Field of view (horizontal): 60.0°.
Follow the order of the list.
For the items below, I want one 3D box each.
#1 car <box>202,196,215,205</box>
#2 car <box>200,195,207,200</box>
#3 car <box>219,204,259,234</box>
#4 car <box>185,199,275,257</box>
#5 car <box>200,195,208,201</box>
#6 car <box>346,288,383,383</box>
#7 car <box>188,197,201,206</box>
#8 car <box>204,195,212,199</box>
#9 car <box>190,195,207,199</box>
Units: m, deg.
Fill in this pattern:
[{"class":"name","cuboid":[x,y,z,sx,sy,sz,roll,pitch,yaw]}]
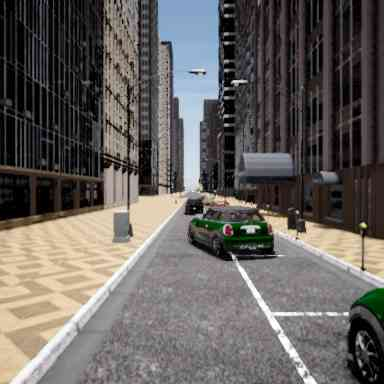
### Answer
[{"class":"car","cuboid":[2.838,1.469,58.685,2.008,1.369,4.403,0,0,0]},{"class":"car","cuboid":[2.969,1.393,86.611,1.752,1.417,4.829,0,0,0]},{"class":"car","cuboid":[2.657,1.500,19.995,1.752,1.417,4.829,0,0,0]},{"class":"car","cuboid":[1.361,1.335,13.237,2.097,1.767,4.553,0,0,-17]},{"class":"car","cuboid":[2.942,1.424,80.889,1.887,1.381,4.507,0,0,0]},{"class":"car","cuboid":[2.998,1.350,2.376,2.097,1.767,4.553,0,0,0]},{"class":"car","cuboid":[0.347,1.490,53.149,1.994,1.385,4.181,0,0,0]},{"class":"car","cuboid":[2.813,1.452,53.303,1.752,1.417,4.829,0,0,0]},{"class":"car","cuboid":[0.256,1.432,34.714,1.882,1.535,5.008,0,0,0]}]
